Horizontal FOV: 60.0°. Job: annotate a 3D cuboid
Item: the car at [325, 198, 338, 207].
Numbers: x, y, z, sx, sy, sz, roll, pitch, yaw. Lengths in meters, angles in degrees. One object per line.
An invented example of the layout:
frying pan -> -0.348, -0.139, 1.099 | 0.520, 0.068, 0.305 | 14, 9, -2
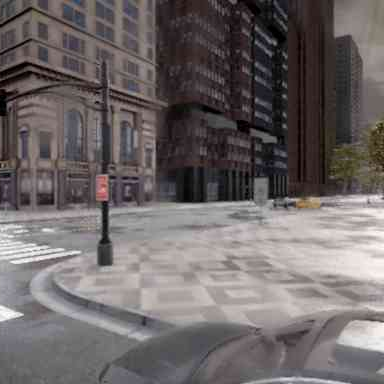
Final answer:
car -> 21.069, 1.538, 51.166 | 1.895, 1.301, 4.718 | 0, 0, 36

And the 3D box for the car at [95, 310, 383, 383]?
car -> 1.136, 1.552, 2.150 | 4.403, 1.369, 2.008 | 0, 0, 35

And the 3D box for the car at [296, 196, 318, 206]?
car -> 18.405, 1.419, 53.028 | 1.882, 1.535, 5.008 | 0, 0, 36

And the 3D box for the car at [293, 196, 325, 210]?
car -> 15.034, 1.444, 42.632 | 1.882, 1.535, 5.008 | 0, 0, 36

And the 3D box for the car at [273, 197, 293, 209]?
car -> 12.431, 1.462, 44.580 | 2.128, 1.511, 4.902 | 0, 0, 36
